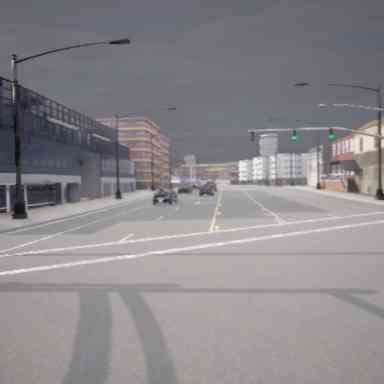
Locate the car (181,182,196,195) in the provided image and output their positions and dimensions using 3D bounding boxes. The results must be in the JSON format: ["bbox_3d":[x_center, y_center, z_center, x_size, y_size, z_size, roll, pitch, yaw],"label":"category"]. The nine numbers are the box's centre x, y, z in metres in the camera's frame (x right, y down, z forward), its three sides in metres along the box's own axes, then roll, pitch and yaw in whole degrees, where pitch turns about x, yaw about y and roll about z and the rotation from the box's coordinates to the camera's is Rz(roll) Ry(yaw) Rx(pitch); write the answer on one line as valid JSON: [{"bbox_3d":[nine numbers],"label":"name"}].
[{"bbox_3d":[-1.031,-0.332,49.655,1.895,1.301,4.718,-1,3,6],"label":"car"}]

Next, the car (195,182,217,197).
[{"bbox_3d":[1.983,-0.172,44.563,2.033,1.411,5.357,-1,3,6],"label":"car"}]

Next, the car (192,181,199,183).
[{"bbox_3d":[0.576,-1.344,65.627,2.097,1.767,4.553,-1,2,6],"label":"car"}]

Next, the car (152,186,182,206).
[{"bbox_3d":[-2.665,0.450,33.154,2.128,1.511,4.902,-1,3,6],"label":"car"}]
